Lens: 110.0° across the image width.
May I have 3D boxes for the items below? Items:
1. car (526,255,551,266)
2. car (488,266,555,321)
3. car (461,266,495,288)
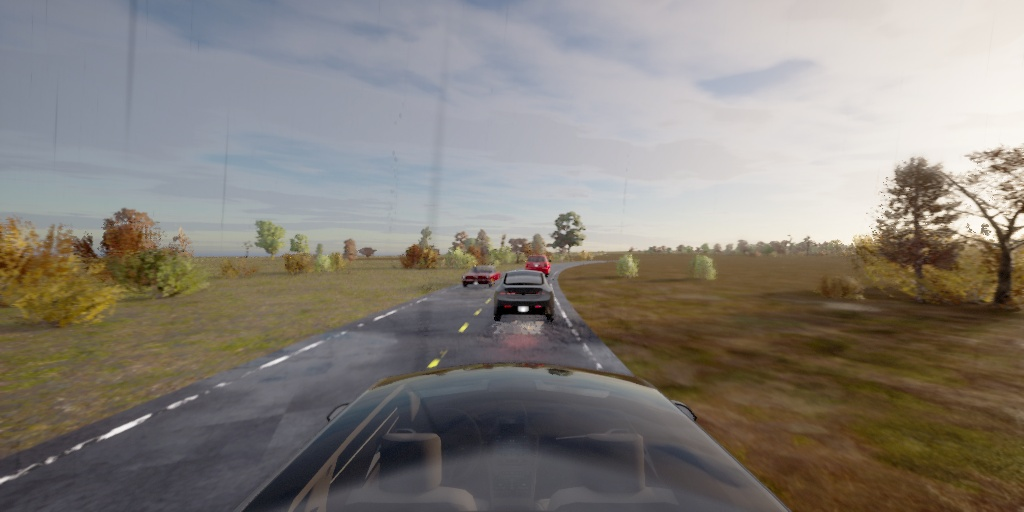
[{"bbox_3d":[2.544,0.947,34.527,2.150,2.045,5.566,0,0,8],"label":"car"},{"bbox_3d":[0.436,1.250,12.550,1.837,1.490,4.892,0,0,3],"label":"car"},{"bbox_3d":[-1.970,1.332,23.664,1.895,1.301,4.718,0,0,6],"label":"car"}]
